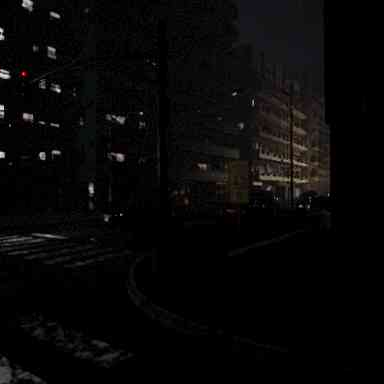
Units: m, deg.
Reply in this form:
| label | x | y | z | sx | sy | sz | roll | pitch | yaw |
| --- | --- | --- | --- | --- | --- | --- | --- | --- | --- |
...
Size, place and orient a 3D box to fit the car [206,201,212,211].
| label | x | y | z | sx | sy | sz | roll | pitch | yaw |
| --- | --- | --- | --- | --- | --- | --- | --- | --- | --- |
| car | 3.066 | 1.226 | 33.708 | 2.008 | 1.369 | 4.403 | 0 | 0 | 36 |

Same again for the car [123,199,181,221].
| label | x | y | z | sx | sy | sz | roll | pitch | yaw |
| --- | --- | --- | --- | --- | --- | --- | --- | --- | --- |
| car | -2.950 | 1.300 | 25.592 | 1.887 | 1.381 | 4.507 | 0 | 0 | 36 |

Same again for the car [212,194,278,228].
| label | x | y | z | sx | sy | sz | roll | pitch | yaw |
| --- | --- | --- | --- | --- | --- | --- | --- | --- | --- |
| car | 3.269 | 1.121 | 19.554 | 1.967 | 1.590 | 4.097 | 0 | 0 | 36 |

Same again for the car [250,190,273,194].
| label | x | y | z | sx | sy | sz | roll | pitch | yaw |
| --- | --- | --- | --- | --- | --- | --- | --- | --- | --- |
| car | 6.674 | 0.851 | 34.276 | 2.150 | 2.045 | 5.566 | -1 | 0 | 36 |

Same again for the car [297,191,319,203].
| label | x | y | z | sx | sy | sz | roll | pitch | yaw |
| --- | --- | --- | --- | --- | --- | --- | --- | --- | --- |
| car | 19.727 | 0.774 | 56.610 | 2.192 | 1.841 | 5.009 | 0 | 0 | 36 |

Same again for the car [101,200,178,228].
| label | x | y | z | sx | sy | sz | roll | pitch | yaw |
| --- | --- | --- | --- | --- | --- | --- | --- | --- | --- |
| car | -3.336 | 1.254 | 20.518 | 2.128 | 1.511 | 4.902 | -1 | 0 | 36 |

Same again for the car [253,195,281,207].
| label | x | y | z | sx | sy | sz | roll | pitch | yaw |
| --- | --- | --- | --- | --- | --- | --- | --- | --- | --- |
| car | 9.732 | 1.153 | 42.869 | 1.947 | 1.339 | 4.313 | 0 | 0 | 36 |

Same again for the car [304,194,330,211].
| label | x | y | z | sx | sy | sz | roll | pitch | yaw |
| --- | --- | --- | --- | --- | --- | --- | --- | --- | --- |
| car | 13.176 | 1.115 | 33.359 | 1.947 | 1.339 | 4.313 | 0 | 0 | 36 |

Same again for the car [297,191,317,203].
| label | x | y | z | sx | sy | sz | roll | pitch | yaw |
| --- | --- | --- | --- | --- | --- | --- | --- | --- | --- |
| car | 16.875 | 0.770 | 48.132 | 2.097 | 1.767 | 4.553 | -1 | 0 | 36 |
